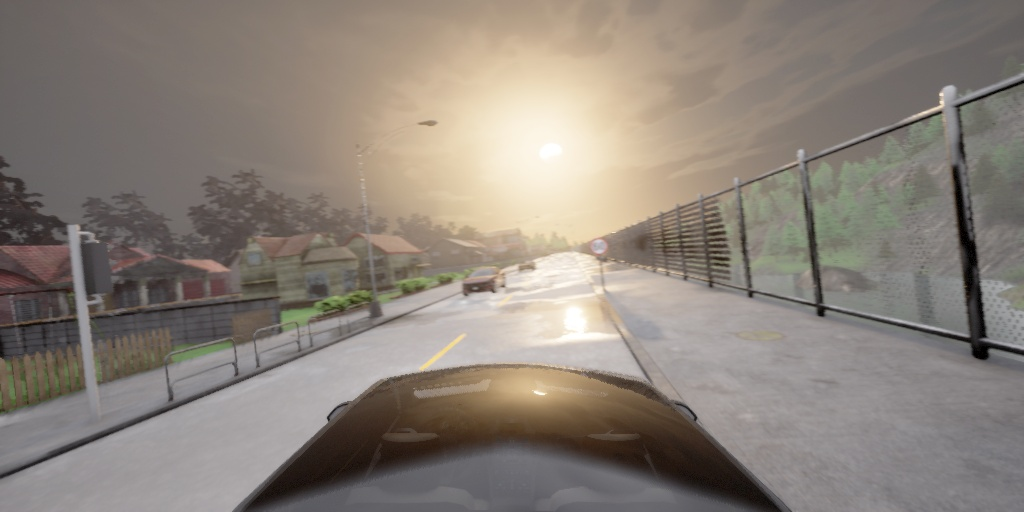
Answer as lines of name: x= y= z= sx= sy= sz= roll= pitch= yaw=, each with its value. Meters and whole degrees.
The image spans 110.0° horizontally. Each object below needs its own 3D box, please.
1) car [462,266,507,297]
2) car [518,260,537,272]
car: x=-1.607 y=1.430 z=21.877 sx=1.882 sy=1.535 sz=5.008 roll=-7 pitch=0 yaw=9
car: x=1.898 y=1.160 z=43.159 sx=1.895 sy=1.301 sz=4.718 roll=-7 pitch=0 yaw=9
